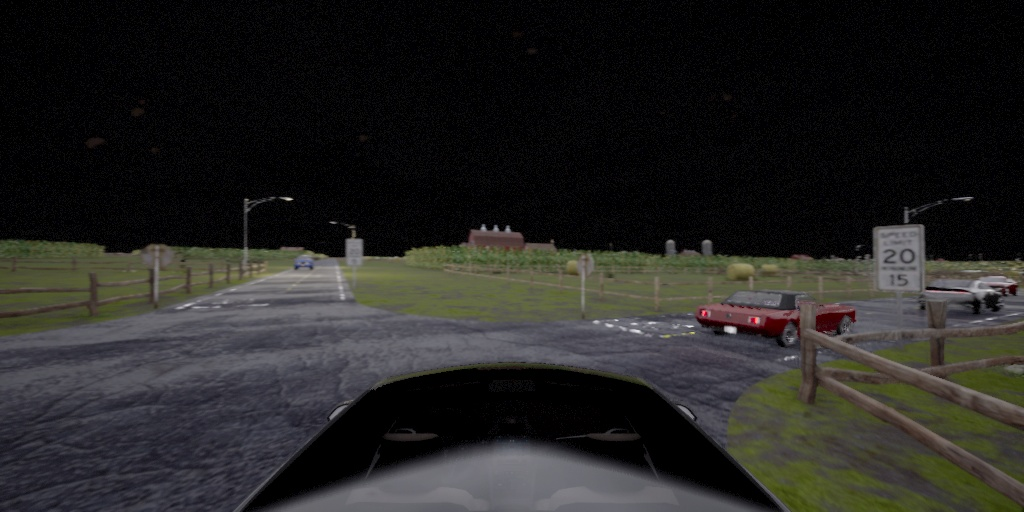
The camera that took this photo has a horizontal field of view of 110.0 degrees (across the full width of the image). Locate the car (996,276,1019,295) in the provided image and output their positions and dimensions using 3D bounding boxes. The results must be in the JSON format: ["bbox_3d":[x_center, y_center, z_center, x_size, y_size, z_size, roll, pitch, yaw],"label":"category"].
[{"bbox_3d":[39.266,2.406,29.237,5.008,1.535,1.882,2,-2,-27],"label":"car"}]

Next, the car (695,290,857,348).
[{"bbox_3d":[7.434,1.607,9.970,4.718,1.301,1.895,2,-2,-27],"label":"car"}]

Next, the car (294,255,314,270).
[{"bbox_3d":[-28.804,0.881,49.801,2.150,2.045,5.566,1,0,-26],"label":"car"}]

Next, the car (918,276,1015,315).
[{"bbox_3d":[21.281,1.865,17.008,4.902,1.511,2.128,2,-2,-27],"label":"car"}]
